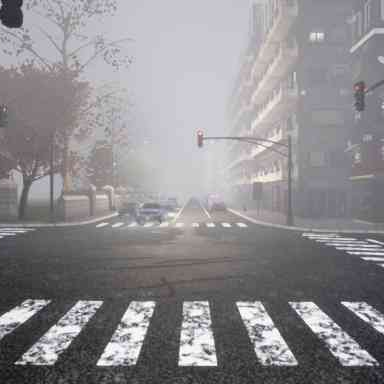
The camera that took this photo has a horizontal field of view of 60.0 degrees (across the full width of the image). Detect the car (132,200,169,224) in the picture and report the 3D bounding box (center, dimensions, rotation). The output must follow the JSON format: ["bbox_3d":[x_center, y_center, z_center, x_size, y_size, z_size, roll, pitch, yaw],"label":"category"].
[{"bbox_3d":[-3.016,1.535,25.005,1.812,1.442,4.674,0,0,0],"label":"car"}]

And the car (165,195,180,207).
[{"bbox_3d":[-2.913,1.542,50.173,1.837,1.490,4.892,0,0,1],"label":"car"}]

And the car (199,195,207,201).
[{"bbox_3d":[2.978,1.546,87.166,1.967,1.590,4.097,0,0,0],"label":"car"}]

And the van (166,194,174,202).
[{"bbox_3d":[-5.421,1.433,81.565,1.690,1.788,3.998,0,0,0],"label":"van"}]

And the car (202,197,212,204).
[{"bbox_3d":[2.904,1.604,64.646,1.887,1.381,4.507,0,0,0],"label":"car"}]

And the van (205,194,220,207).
[{"bbox_3d":[2.831,1.367,42.126,1.690,1.788,3.998,0,0,0],"label":"van"}]

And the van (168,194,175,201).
[{"bbox_3d":[-5.402,1.446,87.194,1.690,1.788,3.998,0,0,0],"label":"van"}]

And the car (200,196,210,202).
[{"bbox_3d":[2.941,1.630,75.907,2.008,1.369,4.403,0,0,0],"label":"car"}]

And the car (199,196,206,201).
[{"bbox_3d":[2.996,1.702,92.797,1.802,1.307,4.206,0,0,0],"label":"car"}]

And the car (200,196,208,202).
[{"bbox_3d":[2.959,1.637,81.537,1.887,1.381,4.507,0,0,0],"label":"car"}]

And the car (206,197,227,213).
[{"bbox_3d":[2.812,1.564,36.495,1.887,1.381,4.507,0,0,0],"label":"car"}]

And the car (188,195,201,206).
[{"bbox_3d":[0.280,1.607,55.122,1.994,1.385,4.181,0,0,0],"label":"car"}]

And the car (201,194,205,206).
[{"bbox_3d":[2.868,1.481,53.387,1.967,1.590,4.097,0,0,0],"label":"car"}]

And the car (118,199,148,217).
[{"bbox_3d":[-5.587,1.580,30.893,1.947,1.339,4.313,0,0,0],"label":"car"}]

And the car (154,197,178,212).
[{"bbox_3d":[-2.969,1.623,38.449,1.895,1.301,4.718,0,0,0],"label":"car"}]

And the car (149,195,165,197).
[{"bbox_3d":[-5.531,1.348,47.784,2.192,1.841,5.009,0,0,0],"label":"car"}]

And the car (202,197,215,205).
[{"bbox_3d":[2.885,1.600,59.017,2.008,1.369,4.403,0,0,0],"label":"car"}]

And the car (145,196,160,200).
[{"bbox_3d":[-5.550,1.551,41.984,1.752,1.417,4.829,0,0,0],"label":"car"}]

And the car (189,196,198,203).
[{"bbox_3d":[0.301,1.596,71.189,1.812,1.442,4.674,0,0,0],"label":"car"}]
